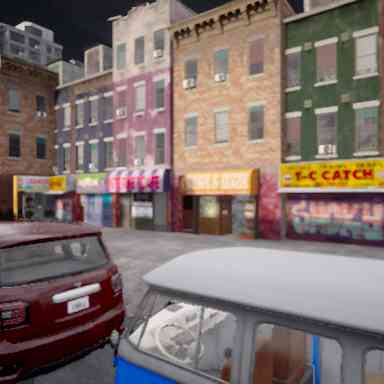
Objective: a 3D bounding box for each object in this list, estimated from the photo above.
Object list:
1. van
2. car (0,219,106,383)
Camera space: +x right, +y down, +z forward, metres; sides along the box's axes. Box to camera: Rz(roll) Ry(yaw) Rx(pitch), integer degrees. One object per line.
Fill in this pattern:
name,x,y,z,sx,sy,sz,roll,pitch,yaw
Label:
van,1.250,1.341,1.915,3.998,1.788,1.690,0,0,35
car,-3.208,1.352,5.094,5.009,1.841,2.192,0,0,35
